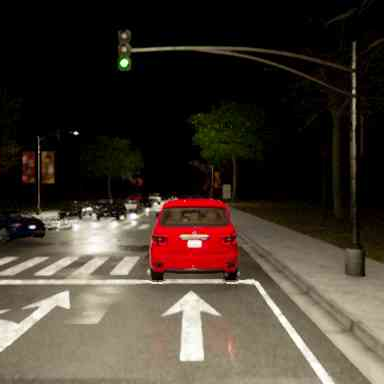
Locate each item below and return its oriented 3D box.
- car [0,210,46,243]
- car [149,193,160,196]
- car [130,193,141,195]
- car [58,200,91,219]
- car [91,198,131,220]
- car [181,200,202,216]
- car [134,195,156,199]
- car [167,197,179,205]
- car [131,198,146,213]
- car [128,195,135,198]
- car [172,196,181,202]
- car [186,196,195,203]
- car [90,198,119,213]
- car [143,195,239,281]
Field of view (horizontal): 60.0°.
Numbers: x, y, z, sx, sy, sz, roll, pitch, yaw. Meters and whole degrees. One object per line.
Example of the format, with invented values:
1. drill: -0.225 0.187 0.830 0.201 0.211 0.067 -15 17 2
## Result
1. car: -9.085 1.570 16.020 4.181 1.385 1.994 0 0 26
2. car: -6.814 1.271 59.622 2.150 2.045 5.566 0 0 0
3. car: -10.050 1.273 58.996 2.150 2.045 5.566 0 0 0
4. car: -9.992 1.522 29.049 1.837 1.490 4.892 0 0 0
5. car: -6.737 1.520 28.282 1.837 1.490 4.892 0 0 0
6. car: -0.068 1.565 33.808 2.033 1.411 5.357 0 0 0
7. car: -6.781 1.540 47.867 1.837 1.490 4.892 0 0 0
8. car: -3.555 1.655 62.057 1.895 1.301 4.718 0 0 0
9. car: -6.779 1.624 37.539 1.895 1.301 4.718 0 0 0
10. car: -10.020 1.584 48.650 2.033 1.411 5.357 0 0 0
11. car: -3.646 1.630 77.387 1.994 1.385 4.181 0 0 0
12. car: -0.374 1.623 73.267 1.994 1.385 4.181 0 0 0
13. car: -10.030 1.516 38.472 2.128 1.511 4.902 0 0 0
14. car: 0.046 1.226 9.986 2.150 2.045 5.566 0 0 0
